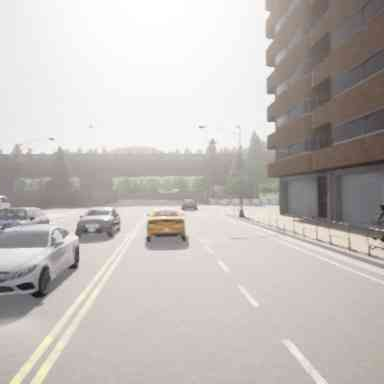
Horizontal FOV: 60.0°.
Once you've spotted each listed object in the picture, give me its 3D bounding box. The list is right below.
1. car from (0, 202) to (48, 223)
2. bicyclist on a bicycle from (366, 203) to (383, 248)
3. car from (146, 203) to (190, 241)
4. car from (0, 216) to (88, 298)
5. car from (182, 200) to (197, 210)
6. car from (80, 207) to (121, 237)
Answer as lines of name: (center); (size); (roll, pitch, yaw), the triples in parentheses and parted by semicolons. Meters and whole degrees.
car: (-8.444, 1.539, 15.880); (2.097, 1.767, 4.553); (-1, 0, -5)
bicyclist on a bicycle: (7.150, 1.244, 12.205); (1.656, 1.620, 0.582); (0, 0, -5)
car: (-1.375, 1.568, 17.509); (1.882, 1.535, 5.008); (-1, 0, -5)
car: (-4.282, 1.624, 8.831); (1.812, 1.442, 4.674); (-1, 0, -5)
car: (-0.404, 1.731, 45.599); (1.994, 1.385, 4.181); (-1, 0, -5)
car: (-5.209, 1.643, 19.053); (2.128, 1.511, 4.902); (-1, 0, -5)
